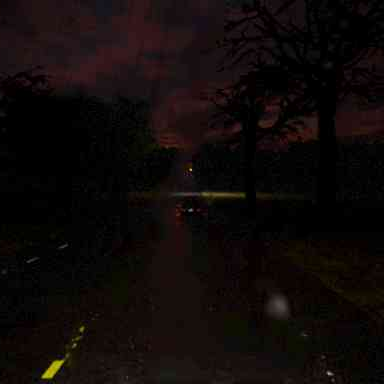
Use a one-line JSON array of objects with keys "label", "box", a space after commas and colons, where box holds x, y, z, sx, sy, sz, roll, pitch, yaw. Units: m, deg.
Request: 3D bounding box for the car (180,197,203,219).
[{"label": "car", "box": [-0.042, 1.459, 28.594, 2.033, 1.411, 5.357, 0, 1, 0]}]

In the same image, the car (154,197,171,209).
[{"label": "car", "box": [-3.635, 1.280, 42.107, 2.033, 1.411, 5.357, 0, 1, 0]}]

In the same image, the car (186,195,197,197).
[{"label": "car", "box": [-0.060, 1.152, 46.019, 2.128, 1.511, 4.902, 0, 1, 0]}]
